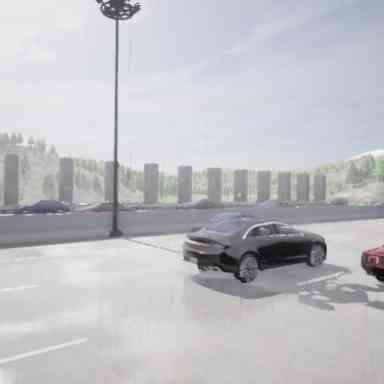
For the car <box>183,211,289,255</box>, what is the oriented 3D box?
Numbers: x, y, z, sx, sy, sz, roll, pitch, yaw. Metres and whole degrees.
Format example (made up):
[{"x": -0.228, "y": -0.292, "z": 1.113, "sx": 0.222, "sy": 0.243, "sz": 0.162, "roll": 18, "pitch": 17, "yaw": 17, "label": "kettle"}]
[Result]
[{"x": 1.928, "y": 1.576, "z": 13.994, "sx": 4.181, "sy": 1.385, "sz": 1.994, "roll": 1, "pitch": 0, "yaw": -36, "label": "car"}]

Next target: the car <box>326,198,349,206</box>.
[{"x": 24.401, "y": 1.722, "z": 55.825, "sx": 4.902, "sy": 1.511, "sz": 2.128, "roll": 1, "pitch": 0, "yaw": -36, "label": "car"}]

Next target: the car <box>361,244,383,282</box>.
[{"x": 6.473, "y": 1.661, "z": 8.681, "sx": 4.718, "sy": 1.301, "sz": 1.895, "roll": 1, "pitch": 0, "yaw": -36, "label": "car"}]

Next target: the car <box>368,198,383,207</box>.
[{"x": 32.505, "y": 1.742, "z": 57.382, "sx": 4.674, "sy": 1.442, "sz": 1.812, "roll": 1, "pitch": 0, "yaw": -36, "label": "car"}]

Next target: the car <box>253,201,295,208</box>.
[{"x": 7.691, "y": 1.557, "z": 31.214, "sx": 4.902, "sy": 1.511, "sz": 2.128, "roll": 1, "pitch": 0, "yaw": -35, "label": "car"}]

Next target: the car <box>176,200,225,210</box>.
[{"x": 1.025, "y": 1.544, "z": 35.100, "sx": 5.357, "sy": 1.411, "sz": 2.033, "roll": 1, "pitch": 0, "yaw": -35, "label": "car"}]

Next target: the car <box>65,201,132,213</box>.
[{"x": -6.775, "y": 1.445, "z": 25.233, "sx": 4.674, "sy": 1.442, "sz": 1.812, "roll": 1, "pitch": 0, "yaw": -36, "label": "car"}]

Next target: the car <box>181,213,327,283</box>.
[{"x": 1.990, "y": 1.506, "z": 9.710, "sx": 4.902, "sy": 1.511, "sz": 2.128, "roll": 0, "pitch": 0, "yaw": -36, "label": "car"}]

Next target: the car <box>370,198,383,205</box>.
[{"x": 29.971, "y": 1.776, "z": 51.227, "sx": 4.902, "sy": 1.511, "sz": 2.128, "roll": 1, "pitch": 0, "yaw": -36, "label": "car"}]

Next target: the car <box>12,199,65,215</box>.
[{"x": -13.144, "y": 1.379, "z": 29.236, "sx": 4.674, "sy": 1.442, "sz": 1.812, "roll": 1, "pitch": 0, "yaw": -36, "label": "car"}]
